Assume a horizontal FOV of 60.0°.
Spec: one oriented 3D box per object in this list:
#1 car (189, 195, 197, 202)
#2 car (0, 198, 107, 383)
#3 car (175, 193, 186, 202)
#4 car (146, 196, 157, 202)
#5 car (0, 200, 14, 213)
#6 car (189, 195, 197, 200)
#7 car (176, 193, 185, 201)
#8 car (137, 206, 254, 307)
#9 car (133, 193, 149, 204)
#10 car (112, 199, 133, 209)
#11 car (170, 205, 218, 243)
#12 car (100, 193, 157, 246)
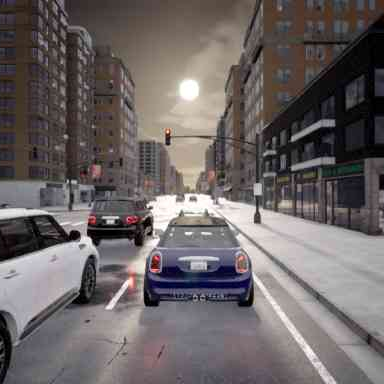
[{"bbox_3d":[0.289,1.569,78.217,1.812,1.442,4.674,0,0,0],"label":"car"},{"bbox_3d":[-3.138,1.222,4.988,2.150,2.045,5.566,0,0,1],"label":"car"},{"bbox_3d":[-2.963,1.584,77.815,2.033,1.411,5.357,0,0,0],"label":"car"},{"bbox_3d":[-9.462,1.588,78.470,1.994,1.385,4.181,0,0,0],"label":"car"},{"bbox_3d":[-22.018,1.597,36.065,4.313,1.339,1.947,0,0,0],"label":"car"},{"bbox_3d":[0.325,1.497,88.225,1.994,1.385,4.181,0,0,0],"label":"car"},{"bbox_3d":[-2.925,1.169,88.267,2.150,2.045,5.566,0,0,0],"label":"car"},{"bbox_3d":[0.127,1.353,8.145,2.097,1.767,4.553,0,0,0],"label":"car"},{"bbox_3d":[-9.570,1.255,63.098,2.150,2.045,5.566,0,0,1],"label":"car"},{"bbox_3d":[-9.682,1.619,46.654,1.895,1.301,4.718,0,0,0],"label":"car"},{"bbox_3d":[0.118,1.495,17.213,2.128,1.511,4.902,0,0,1],"label":"car"},{"bbox_3d":[-3.096,1.225,15.341,2.150,2.045,5.566,0,0,0],"label":"car"}]
